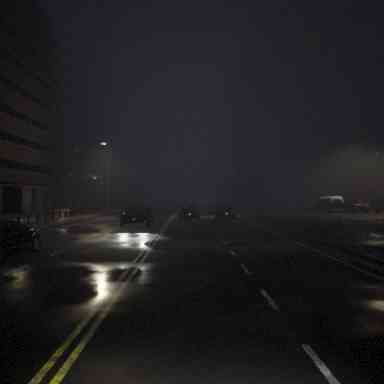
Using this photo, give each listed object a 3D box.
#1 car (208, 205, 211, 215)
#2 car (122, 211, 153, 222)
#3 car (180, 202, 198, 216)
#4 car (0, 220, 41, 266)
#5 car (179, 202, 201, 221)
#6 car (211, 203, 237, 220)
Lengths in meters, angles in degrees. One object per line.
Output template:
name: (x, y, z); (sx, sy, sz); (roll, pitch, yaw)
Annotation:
car: (3.070, 2.102, 42.087); (2.033, 1.411, 5.357); (0, -1, 0)
car: (-3.738, 1.580, 23.236); (1.994, 1.385, 4.181); (0, -1, -1)
car: (-0.334, 2.041, 41.502); (2.128, 1.511, 4.902); (0, -1, -1)
car: (-7.200, 1.729, 12.031); (1.994, 1.385, 4.181); (0, -1, -1)
car: (-0.223, 1.984, 31.725); (1.994, 1.385, 4.181); (0, -1, -1)
car: (3.219, 1.995, 32.703); (1.994, 1.385, 4.181); (0, -1, 0)
